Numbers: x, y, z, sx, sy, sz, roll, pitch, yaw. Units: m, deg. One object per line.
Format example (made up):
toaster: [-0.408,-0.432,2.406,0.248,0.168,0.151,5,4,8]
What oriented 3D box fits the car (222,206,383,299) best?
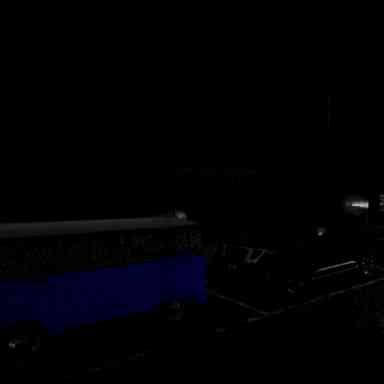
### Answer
car: [2.910,1.313,8.613,5.009,1.841,2.192,0,-1,-35]

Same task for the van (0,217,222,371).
van: [-1.642,1.341,5.375,3.998,1.788,1.690,0,-1,-35]
